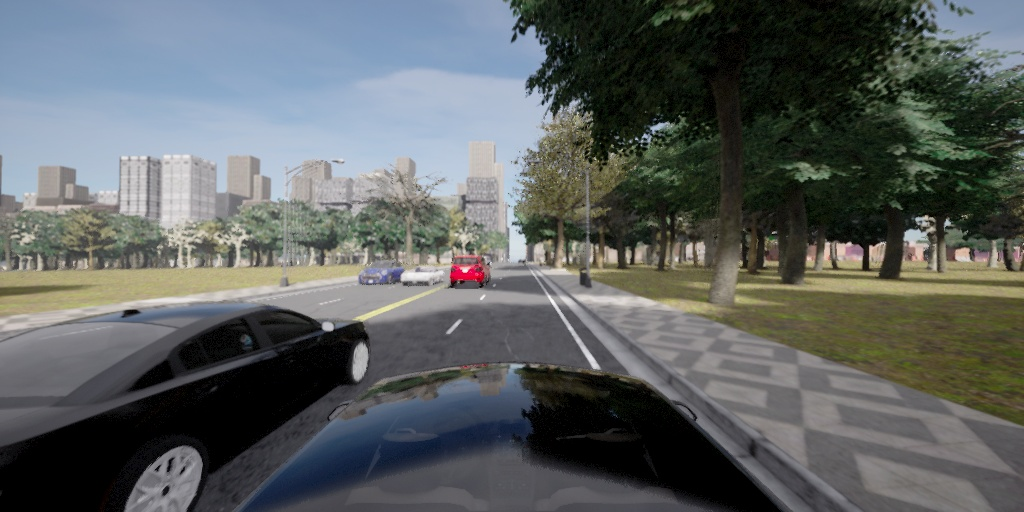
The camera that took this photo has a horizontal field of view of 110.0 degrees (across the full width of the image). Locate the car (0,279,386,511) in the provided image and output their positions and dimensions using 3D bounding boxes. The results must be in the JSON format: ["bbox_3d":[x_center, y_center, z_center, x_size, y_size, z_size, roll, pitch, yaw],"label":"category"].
[{"bbox_3d":[-3.309,1.229,3.961,1.882,1.535,5.008,0,0,1],"label":"car"}]

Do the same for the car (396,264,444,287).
[{"bbox_3d":[-6.181,1.378,25.137,1.895,1.301,4.718,0,0,2],"label":"car"}]

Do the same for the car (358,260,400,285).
[{"bbox_3d":[-9.398,1.132,26.256,2.097,1.767,4.553,0,0,2],"label":"car"}]

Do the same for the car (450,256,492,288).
[{"bbox_3d":[-2.755,0.996,24.373,2.150,2.045,5.566,0,0,2],"label":"car"}]
